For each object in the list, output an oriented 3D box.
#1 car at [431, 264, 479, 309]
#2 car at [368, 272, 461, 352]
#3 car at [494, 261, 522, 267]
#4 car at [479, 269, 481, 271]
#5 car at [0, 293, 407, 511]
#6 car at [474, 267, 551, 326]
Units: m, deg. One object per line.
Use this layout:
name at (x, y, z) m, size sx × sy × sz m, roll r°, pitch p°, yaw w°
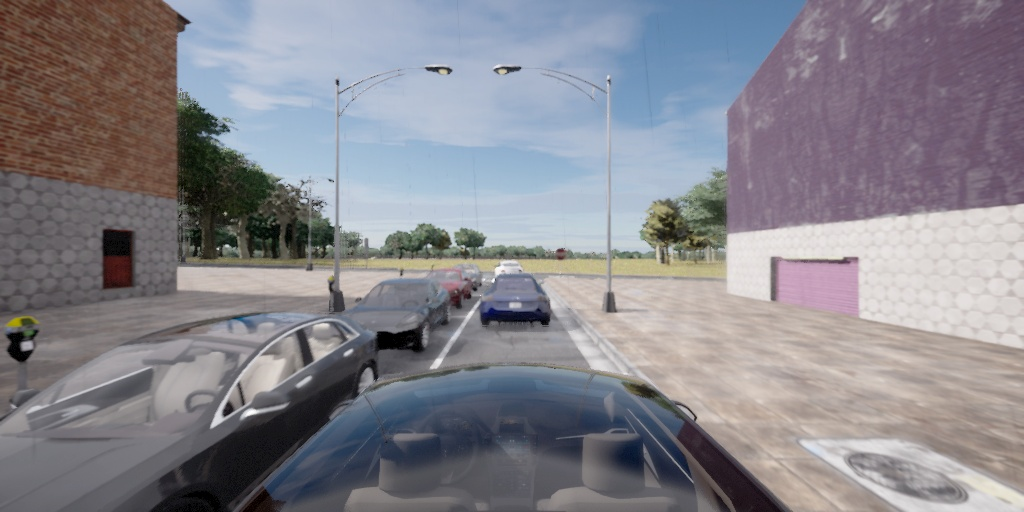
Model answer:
car at (-2.602, 1.169, 14.317) m, size 1.888 × 1.381 × 4.507 m, roll 0°, pitch 0°, yaw 0°
car at (-2.618, 1.245, 8.777) m, size 1.948 × 1.339 × 4.313 m, roll 0°, pitch 0°, yaw 0°
car at (-0.247, 1.035, 24.892) m, size 1.812 × 1.442 × 4.674 m, roll 0°, pitch 1°, yaw -6°
car at (-2.586, 1.120, 19.859) m, size 2.007 × 1.370 × 4.403 m, roll 0°, pitch 0°, yaw 0°
car at (-2.634, 1.284, 3.237) m, size 2.007 × 1.370 × 4.403 m, roll 0°, pitch 0°, yaw 0°
car at (0.101, 1.219, 11.264) m, size 1.994 × 1.385 × 4.181 m, roll 0°, pitch 1°, yaw 0°
